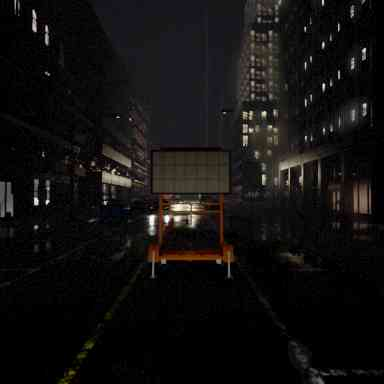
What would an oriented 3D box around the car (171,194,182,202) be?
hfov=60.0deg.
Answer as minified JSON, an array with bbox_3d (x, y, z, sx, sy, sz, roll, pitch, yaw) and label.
[{"bbox_3d":[-3.189,1.496,75.271,1.994,1.385,4.181,0,0,0],"label":"car"}]

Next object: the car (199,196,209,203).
[{"bbox_3d":[2.528,1.491,70.702,2.008,1.369,4.403,1,0,0],"label":"car"}]

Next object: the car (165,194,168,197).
[{"bbox_3d":[-5.824,1.540,59.402,1.802,1.307,4.206,1,0,0],"label":"car"}]

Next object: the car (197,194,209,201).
[{"bbox_3d":[2.547,1.264,65.005,2.192,1.841,5.009,1,0,0],"label":"car"}]

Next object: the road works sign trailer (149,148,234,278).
[{"bbox_3d":[-0.025,0.465,10.128,2.380,3.560,2.880,0,0,0],"label":"road works sign trailer"}]

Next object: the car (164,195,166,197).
[{"bbox_3d":[-5.810,1.518,53.705,2.008,1.369,4.403,1,0,0],"label":"car"}]

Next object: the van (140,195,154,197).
[{"bbox_3d":[-5.777,1.322,42.307,1.690,1.788,3.998,1,0,0],"label":"van"}]

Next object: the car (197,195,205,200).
[{"bbox_3d":[2.462,1.474,87.796,1.947,1.339,4.313,1,0,0],"label":"car"}]

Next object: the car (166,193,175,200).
[{"bbox_3d":[-5.904,1.212,93.594,2.192,1.841,5.009,1,0,0],"label":"car"}]

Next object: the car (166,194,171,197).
[{"bbox_3d":[-5.876,1.234,82.199,2.192,1.841,5.009,1,0,0],"label":"car"}]

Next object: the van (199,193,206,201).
[{"bbox_3d":[2.514,1.261,82.098,1.690,1.788,3.998,1,0,0],"label":"van"}]

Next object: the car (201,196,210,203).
[{"bbox_3d":[2.599,1.532,42.212,2.008,1.369,4.403,1,0,0],"label":"car"}]

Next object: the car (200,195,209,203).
[{"bbox_3d":[2.586,1.519,47.910,1.887,1.381,4.507,1,0,0],"label":"car"}]

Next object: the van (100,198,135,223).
[{"bbox_3d":[-5.735,1.335,25.209,1.690,1.788,3.998,1,0,0],"label":"van"}]

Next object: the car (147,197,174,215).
[{"bbox_3d":[-3.186,1.514,33.970,1.812,1.442,4.674,0,0,0],"label":"car"}]

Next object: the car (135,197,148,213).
[{"bbox_3d":[-5.768,1.552,36.610,1.947,1.339,4.313,1,0,0],"label":"car"}]

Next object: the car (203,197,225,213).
[{"bbox_3d":[2.614,1.537,36.514,2.008,1.369,4.403,1,0,0],"label":"car"}]
